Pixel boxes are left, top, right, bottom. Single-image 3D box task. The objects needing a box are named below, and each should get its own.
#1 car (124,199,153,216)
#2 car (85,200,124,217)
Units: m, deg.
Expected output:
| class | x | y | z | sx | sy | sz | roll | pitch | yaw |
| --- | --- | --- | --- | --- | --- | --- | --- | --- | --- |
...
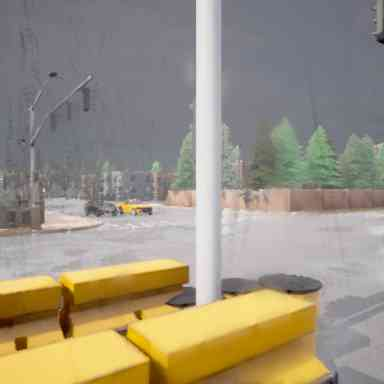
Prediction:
| class | x | y | z | sx | sy | sz | roll | pitch | yaw |
| --- | --- | --- | --- | --- | --- | --- | --- | --- | --- |
| car | -5.741 | 1.485 | 33.557 | 1.882 | 1.535 | 5.008 | 0 | 0 | -36 |
| car | -8.718 | 1.496 | 31.705 | 2.128 | 1.511 | 4.902 | 0 | 0 | -36 |
